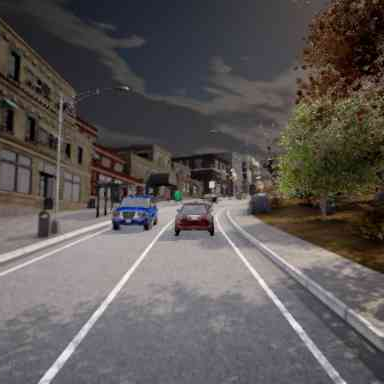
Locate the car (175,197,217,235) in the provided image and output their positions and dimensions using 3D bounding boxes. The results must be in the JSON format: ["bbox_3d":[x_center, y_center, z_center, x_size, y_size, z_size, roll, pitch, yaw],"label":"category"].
[{"bbox_3d":[0.163,1.389,19.289,2.097,1.767,4.553,0,0,1],"label":"car"}]

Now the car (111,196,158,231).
[{"bbox_3d":[-3.484,1.266,21.310,2.150,2.045,5.566,0,0,2],"label":"car"}]

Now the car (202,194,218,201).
[{"bbox_3d":[3.277,1.329,62.578,2.150,2.045,5.566,-2,0,18],"label":"car"}]
